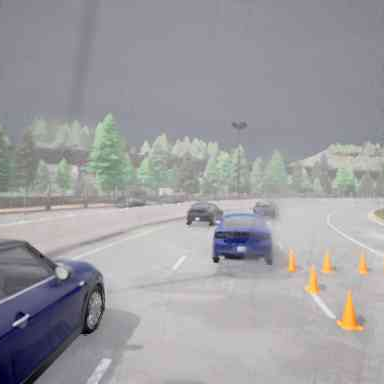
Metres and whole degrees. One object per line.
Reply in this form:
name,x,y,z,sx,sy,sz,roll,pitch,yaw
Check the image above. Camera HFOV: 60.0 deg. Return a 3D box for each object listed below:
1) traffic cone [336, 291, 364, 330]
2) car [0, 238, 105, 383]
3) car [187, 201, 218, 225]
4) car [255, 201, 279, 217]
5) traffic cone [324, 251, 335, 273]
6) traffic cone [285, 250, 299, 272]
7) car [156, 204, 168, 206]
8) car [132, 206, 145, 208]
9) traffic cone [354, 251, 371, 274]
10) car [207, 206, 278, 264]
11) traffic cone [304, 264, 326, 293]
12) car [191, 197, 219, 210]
traffic cone,2.680,1.982,5.660,0.340,0.580,0.340,1,0,3
car,-2.645,1.321,3.907,2.097,1.767,4.553,1,0,4
car,1.013,1.504,23.806,1.837,1.490,4.892,0,0,16
car,6.571,1.549,29.361,2.128,1.511,4.902,1,0,20
traffic cone,3.904,1.993,9.598,0.340,0.580,0.340,1,0,3
traffic cone,2.906,1.982,9.654,0.340,0.580,0.340,1,0,3
car,-2.835,1.453,43.208,1.837,1.490,4.892,1,-1,26
car,-7.542,1.421,41.423,1.812,1.442,4.674,1,0,24
traffic cone,4.902,2.004,9.541,0.340,0.580,0.340,1,0,3
car,1.844,1.492,12.049,1.882,1.535,5.008,0,0,9
traffic cone,2.793,1.982,7.657,0.340,0.580,0.340,1,0,3
car,1.821,1.503,44.713,1.837,1.490,4.892,0,0,28
